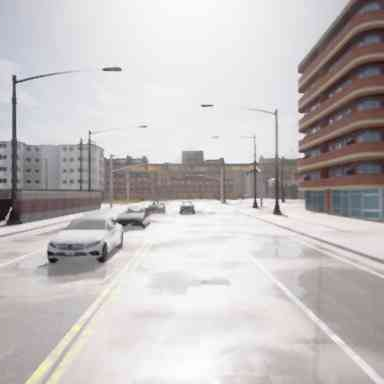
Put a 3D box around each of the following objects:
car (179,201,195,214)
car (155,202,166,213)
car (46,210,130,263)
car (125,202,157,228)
[{"bbox_3d":[-0.550,1.786,39.226,2.033,1.411,5.357,0,0,-1],"label":"car"},{"bbox_3d":[-4.137,1.850,39.913,1.994,1.385,4.181,0,0,-1],"label":"car"},{"bbox_3d":[-3.776,1.617,12.570,1.812,1.442,4.674,0,0,-1],"label":"car"},{"bbox_3d":[-3.961,1.705,23.494,2.033,1.411,5.357,0,0,-1],"label":"car"}]
